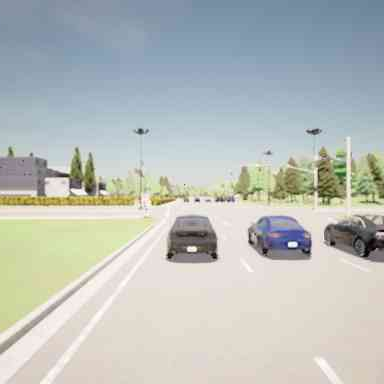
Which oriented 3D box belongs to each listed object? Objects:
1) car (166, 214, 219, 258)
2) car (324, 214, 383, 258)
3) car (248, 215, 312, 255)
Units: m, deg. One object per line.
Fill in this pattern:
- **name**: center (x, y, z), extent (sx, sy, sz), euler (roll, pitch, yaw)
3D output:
- **car**: center (0.017, 1.658, 13.475), extent (1.837, 1.490, 4.892), euler (0, 0, 0)
- **car**: center (7.016, 1.644, 13.480), extent (2.128, 1.511, 4.902), euler (0, 0, 0)
- **car**: center (3.521, 1.681, 13.871), extent (1.812, 1.442, 4.674), euler (0, 0, 1)
